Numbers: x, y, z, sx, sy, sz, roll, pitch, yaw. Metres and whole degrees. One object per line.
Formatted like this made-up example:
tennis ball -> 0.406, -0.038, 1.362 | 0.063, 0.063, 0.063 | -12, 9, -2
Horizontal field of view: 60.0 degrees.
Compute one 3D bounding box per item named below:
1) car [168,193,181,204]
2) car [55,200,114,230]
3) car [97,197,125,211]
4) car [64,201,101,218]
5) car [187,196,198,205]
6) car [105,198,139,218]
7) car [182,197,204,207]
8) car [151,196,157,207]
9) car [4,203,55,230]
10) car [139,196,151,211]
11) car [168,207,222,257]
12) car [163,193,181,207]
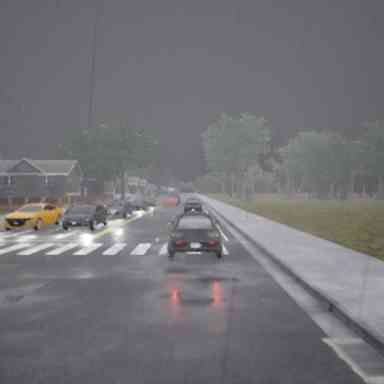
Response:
car -> -3.239, 1.156, 61.637 | 2.150, 2.045, 5.566 | 0, 0, 0
car -> -6.591, 1.488, 20.982 | 1.837, 1.490, 4.892 | 0, 0, 0
car -> -9.786, 1.452, 40.556 | 2.128, 1.511, 4.902 | 0, 0, 1
car -> -9.828, 1.537, 30.178 | 1.994, 1.385, 4.181 | 0, 0, 1
car -> 0.075, 1.502, 58.912 | 1.994, 1.385, 4.181 | 0, 0, 0
car -> -6.585, 1.464, 30.355 | 2.128, 1.511, 4.902 | 0, 0, 0
car -> 0.108, 1.473, 34.004 | 1.837, 1.490, 4.892 | 0, 0, 0
car -> -6.504, 1.453, 50.746 | 1.837, 1.490, 4.892 | 0, 0, 1
car -> -9.847, 1.461, 21.025 | 1.882, 1.535, 5.008 | 0, 0, -1
car -> -6.542, 1.524, 40.359 | 1.994, 1.385, 4.181 | 0, 0, 1
car -> 0.103, 1.518, 12.762 | 1.812, 1.442, 4.674 | 0, 0, 0
car -> -3.241, 1.299, 51.573 | 2.097, 1.767, 4.553 | 0, 0, 0
